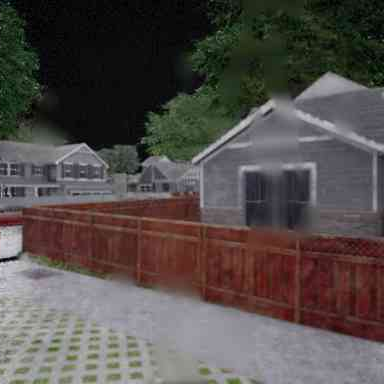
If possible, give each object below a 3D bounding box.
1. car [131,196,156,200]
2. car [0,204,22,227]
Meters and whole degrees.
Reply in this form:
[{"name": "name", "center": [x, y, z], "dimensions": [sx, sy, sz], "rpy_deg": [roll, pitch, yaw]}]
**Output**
[{"name": "car", "center": [-4.377, 1.160, 29.206], "dimensions": [1.837, 1.490, 4.892], "rpy_deg": [0, 1, 35]}, {"name": "car", "center": [-11.082, 1.424, 19.628], "dimensions": [1.994, 1.385, 4.181], "rpy_deg": [0, 1, 35]}]
